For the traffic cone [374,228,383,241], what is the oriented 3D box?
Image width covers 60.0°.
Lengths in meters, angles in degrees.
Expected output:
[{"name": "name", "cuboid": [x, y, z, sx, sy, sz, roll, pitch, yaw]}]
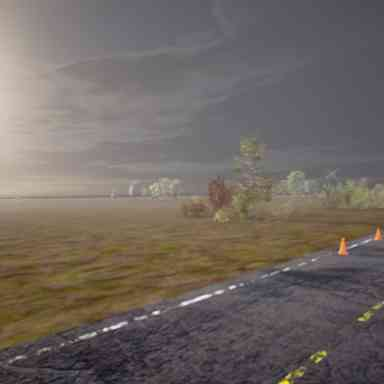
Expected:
[{"name": "traffic cone", "cuboid": [9.194, 2.073, 16.397, 0.340, 0.580, 0.340, -1, -1, 43]}]

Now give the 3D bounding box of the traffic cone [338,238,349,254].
[{"name": "traffic cone", "cuboid": [5.804, 2.061, 12.759, 0.340, 0.580, 0.340, -1, -1, 43]}]
